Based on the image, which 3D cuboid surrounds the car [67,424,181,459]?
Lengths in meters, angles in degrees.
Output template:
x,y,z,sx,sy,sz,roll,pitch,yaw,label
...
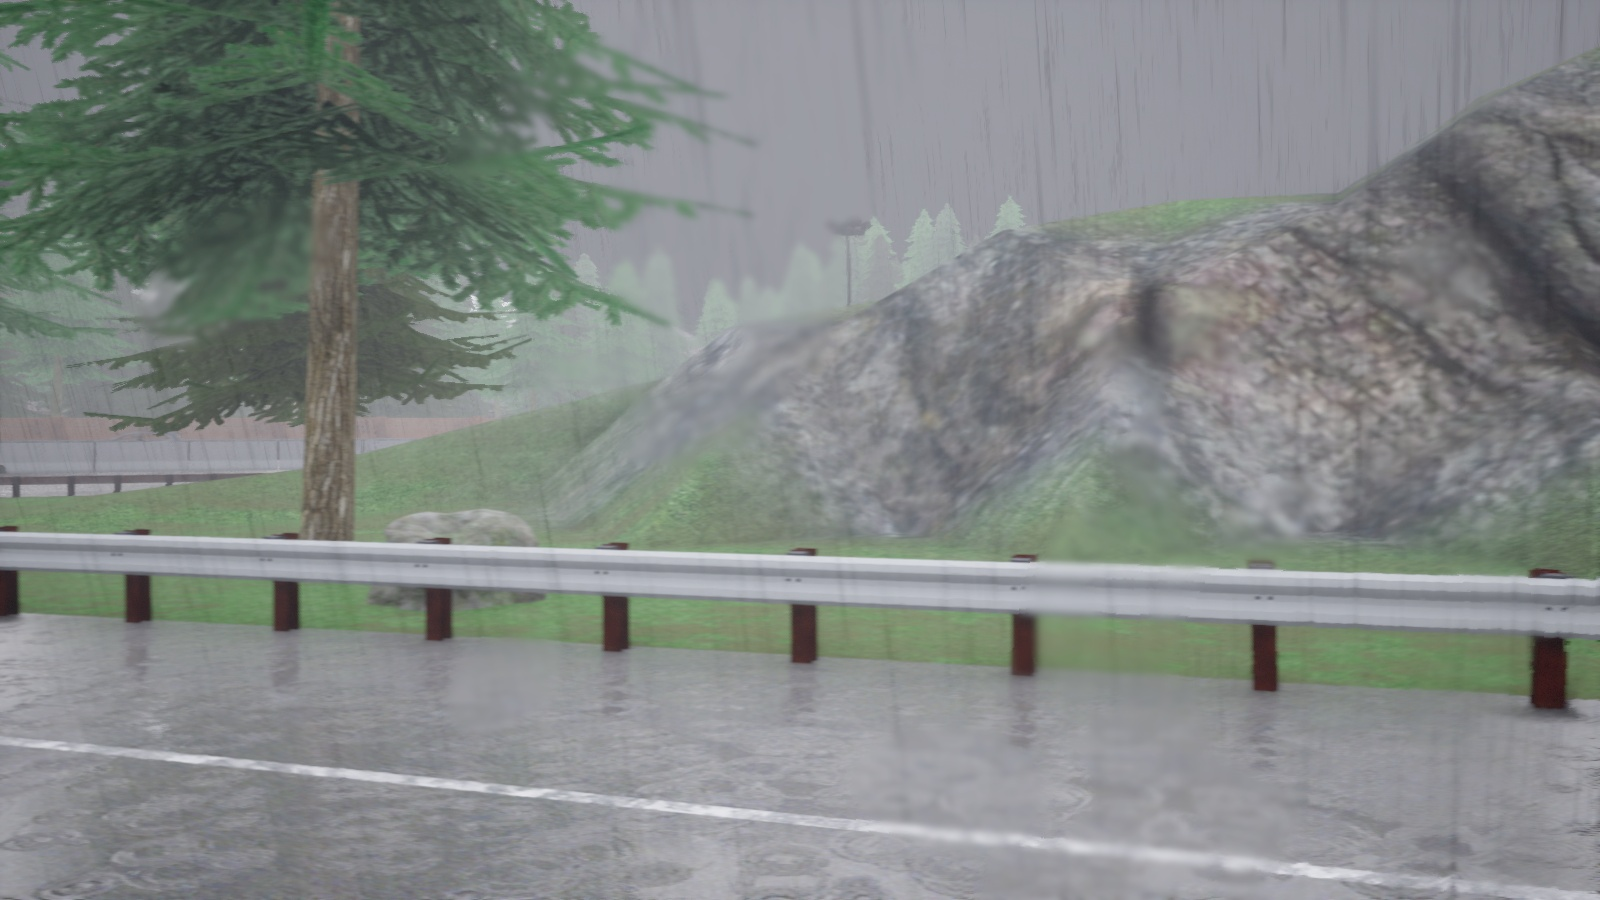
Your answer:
x,y,z,sx,sy,sz,roll,pitch,yaw,label
-32.737,-0.432,60.976,4.611,1.667,2.242,0,1,-22,car
